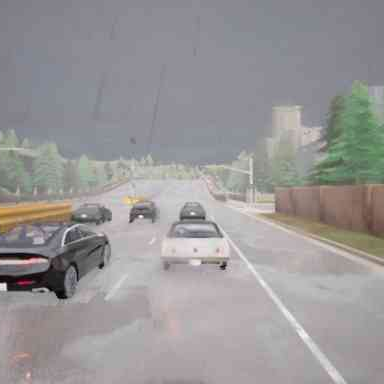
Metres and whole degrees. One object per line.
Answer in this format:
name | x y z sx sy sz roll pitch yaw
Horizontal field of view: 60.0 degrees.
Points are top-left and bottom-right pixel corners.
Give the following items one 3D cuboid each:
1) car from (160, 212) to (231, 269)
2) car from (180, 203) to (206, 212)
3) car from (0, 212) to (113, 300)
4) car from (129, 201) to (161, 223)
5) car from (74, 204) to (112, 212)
car | 0.086 1.570 11.005 1.895 1.301 4.718 0 0 0
car | 0.057 1.493 25.623 1.994 1.385 4.181 0 0 0
car | -3.412 1.468 8.298 2.128 1.511 4.902 0 0 0
car | -3.439 1.436 24.818 1.837 1.490 4.892 0 0 0
car | -6.939 1.501 23.337 1.994 1.385 4.181 0 0 0
